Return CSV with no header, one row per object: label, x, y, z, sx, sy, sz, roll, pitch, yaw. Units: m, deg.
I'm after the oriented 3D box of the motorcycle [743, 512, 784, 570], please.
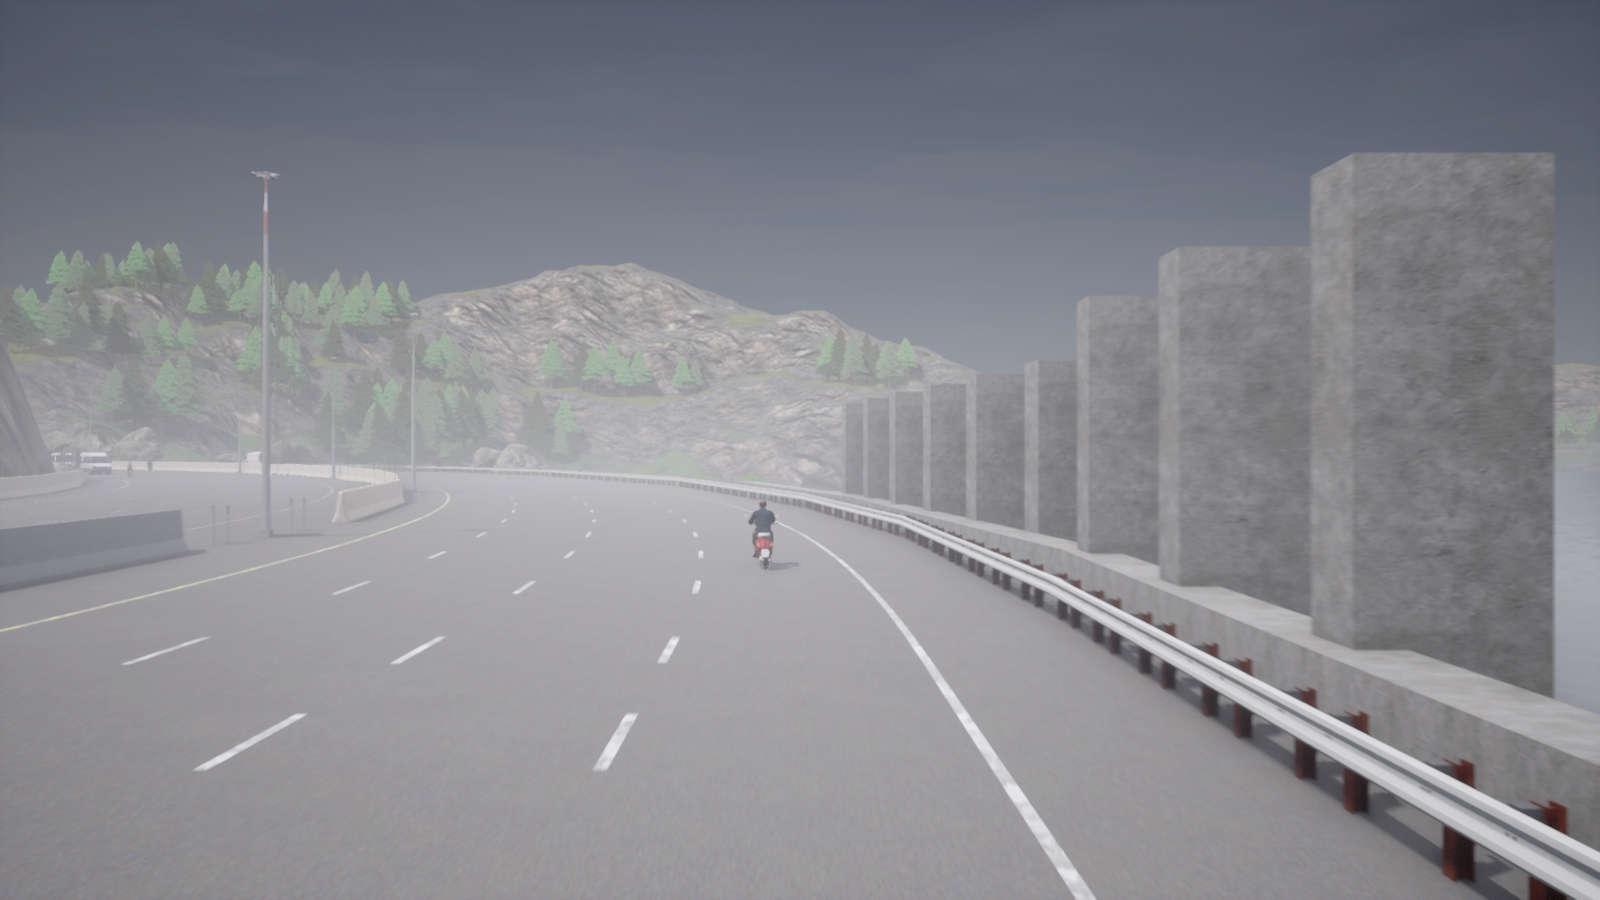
motorcycle,-0.886,2.175,27.509,0.856,1.236,1.805,-1,0,-5
